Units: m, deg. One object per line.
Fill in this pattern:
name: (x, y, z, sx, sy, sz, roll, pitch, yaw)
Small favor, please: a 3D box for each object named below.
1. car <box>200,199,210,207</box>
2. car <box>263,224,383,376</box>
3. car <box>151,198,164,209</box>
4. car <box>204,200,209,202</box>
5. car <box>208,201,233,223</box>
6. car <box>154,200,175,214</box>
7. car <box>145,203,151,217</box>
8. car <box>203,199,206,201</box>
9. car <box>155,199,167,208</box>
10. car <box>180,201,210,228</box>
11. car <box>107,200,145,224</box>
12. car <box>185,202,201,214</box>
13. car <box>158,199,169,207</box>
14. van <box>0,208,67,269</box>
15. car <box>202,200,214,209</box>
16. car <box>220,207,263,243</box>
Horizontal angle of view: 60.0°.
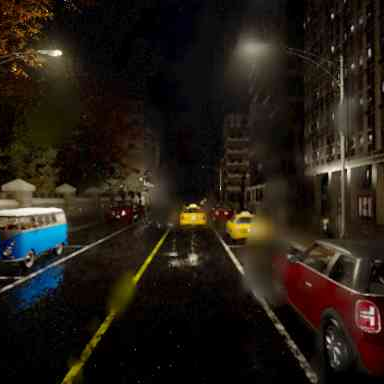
car: (2.659, 2.181, 67.612, 1.752, 1.417, 4.829, 1, -1, 0)
car: (2.696, 1.501, 5.654, 1.967, 1.590, 4.097, 1, -1, 0)
car: (-5.711, 2.027, 50.444, 1.752, 1.417, 4.829, 1, -1, 0)
car: (2.675, 1.944, 39.357, 1.887, 1.381, 4.507, 1, -1, 0)
car: (2.683, 1.731, 28.124, 1.967, 1.590, 4.097, 1, -1, 0)
car: (-3.119, 2.011, 40.549, 1.895, 1.301, 4.718, 0, -1, 0)
car: (-5.702, 1.891, 33.773, 1.887, 1.381, 4.507, 1, -1, 0)
car: (2.669, 2.047, 50.592, 1.887, 1.381, 4.507, 1, -1, 0)
car: (-5.717, 2.045, 61.841, 1.967, 1.590, 4.097, 1, -1, 0)
car: (0.087, 1.707, 24.191, 1.801, 1.575, 5.366, 0, -1, 0)
car: (-5.695, 1.607, 28.161, 2.192, 1.841, 5.009, 1, -1, 0)
car: (0.075, 2.025, 42.112, 1.895, 1.301, 4.718, 0, -1, 0)
car: (-5.721, 2.179, 67.284, 1.752, 1.417, 4.829, 1, -1, 0)
van: (-5.686, 1.461, 11.319, 1.690, 1.788, 3.998, 1, -1, 0)
car: (2.666, 2.099, 56.209, 1.887, 1.381, 4.507, 1, -1, 0)
car: (2.689, 1.704, 17.058, 1.752, 1.417, 4.829, 1, -1, 0)
